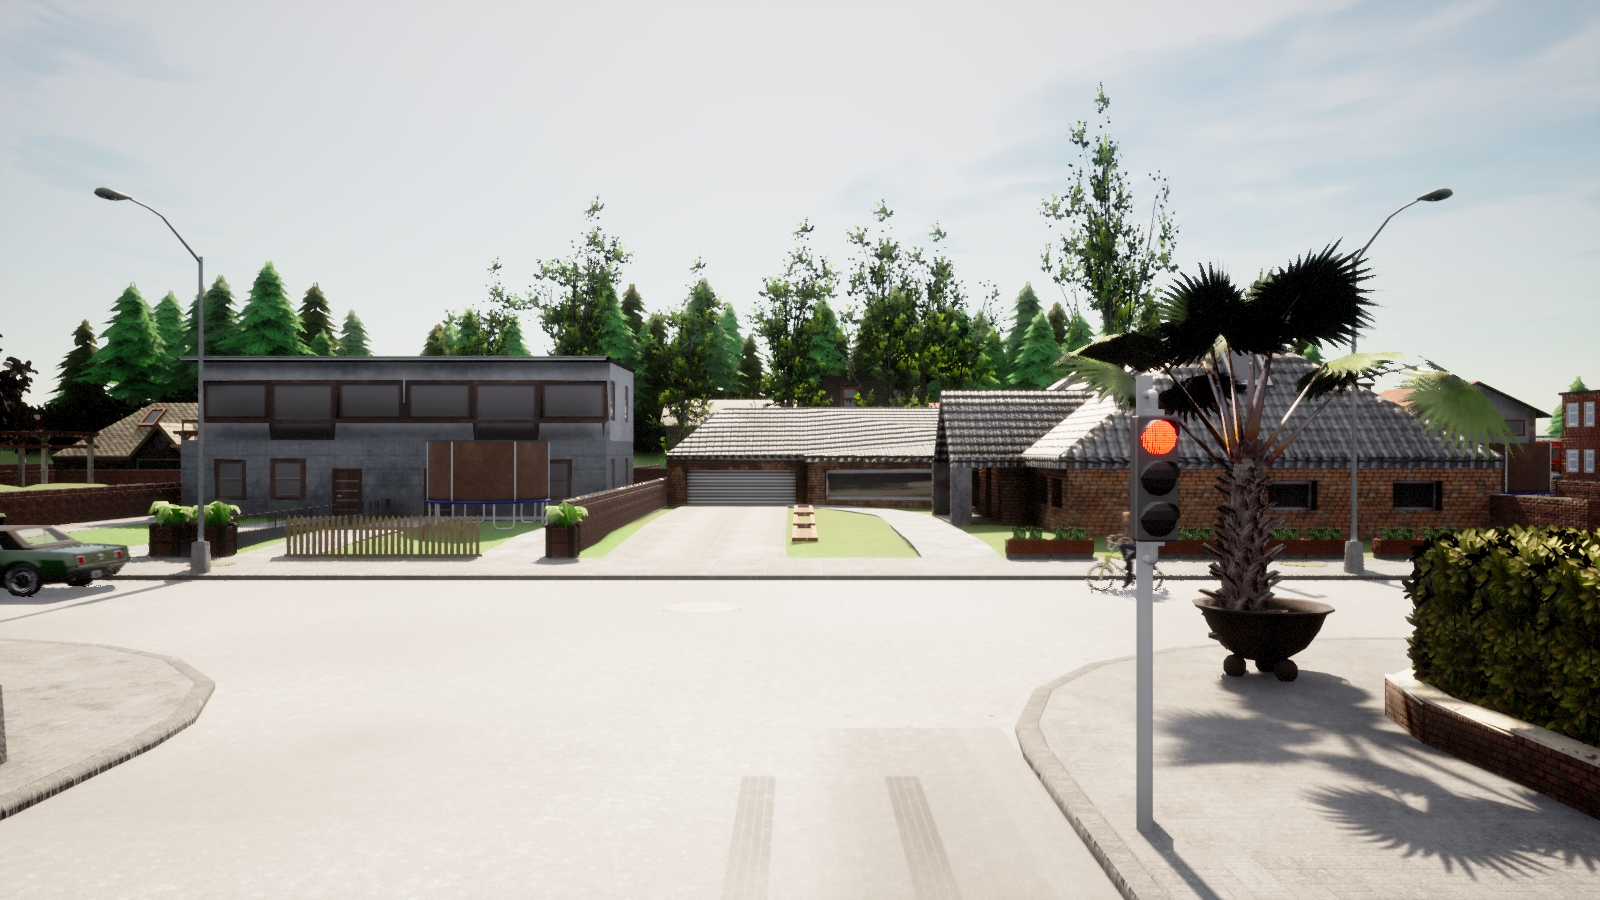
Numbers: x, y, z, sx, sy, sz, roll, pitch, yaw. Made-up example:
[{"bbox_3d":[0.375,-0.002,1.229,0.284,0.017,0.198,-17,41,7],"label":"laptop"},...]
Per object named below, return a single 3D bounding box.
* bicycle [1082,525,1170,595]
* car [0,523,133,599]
[{"bbox_3d":[6.385,2.149,22.444,1.487,1.276,0.859,0,0,0],"label":"bicycle"},{"bbox_3d":[-16.013,2.146,22.441,4.718,1.301,1.895,0,0,0],"label":"car"}]
